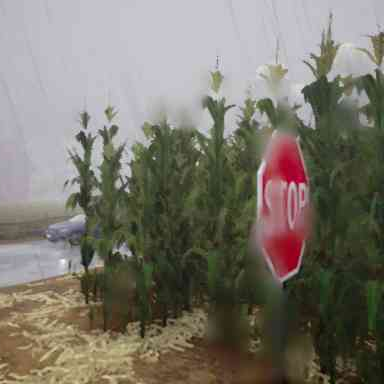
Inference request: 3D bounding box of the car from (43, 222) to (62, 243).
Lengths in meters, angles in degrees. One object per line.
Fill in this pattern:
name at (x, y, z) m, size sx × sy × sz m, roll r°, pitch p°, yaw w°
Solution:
car at (-5.086, 1.730, 16.836) m, size 1.812 × 1.442 × 4.674 m, roll 0°, pitch -1°, yaw 35°
